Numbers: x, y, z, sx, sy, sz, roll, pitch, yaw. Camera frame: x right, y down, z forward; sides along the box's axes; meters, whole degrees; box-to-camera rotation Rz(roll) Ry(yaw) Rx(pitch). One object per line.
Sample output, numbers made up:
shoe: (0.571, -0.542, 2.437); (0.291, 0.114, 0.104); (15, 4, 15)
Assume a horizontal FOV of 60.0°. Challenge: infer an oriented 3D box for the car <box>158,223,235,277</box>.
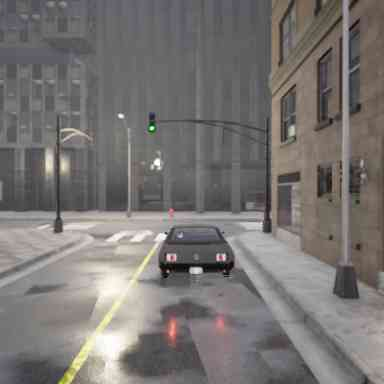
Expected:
car: (0.069, 1.607, 10.247); (1.895, 1.301, 4.718); (0, 0, -1)
